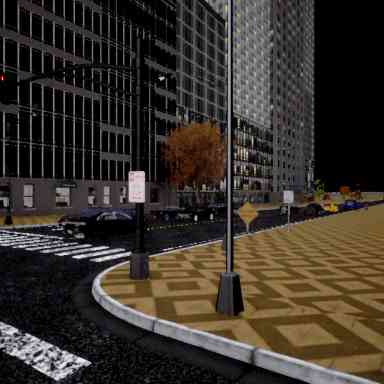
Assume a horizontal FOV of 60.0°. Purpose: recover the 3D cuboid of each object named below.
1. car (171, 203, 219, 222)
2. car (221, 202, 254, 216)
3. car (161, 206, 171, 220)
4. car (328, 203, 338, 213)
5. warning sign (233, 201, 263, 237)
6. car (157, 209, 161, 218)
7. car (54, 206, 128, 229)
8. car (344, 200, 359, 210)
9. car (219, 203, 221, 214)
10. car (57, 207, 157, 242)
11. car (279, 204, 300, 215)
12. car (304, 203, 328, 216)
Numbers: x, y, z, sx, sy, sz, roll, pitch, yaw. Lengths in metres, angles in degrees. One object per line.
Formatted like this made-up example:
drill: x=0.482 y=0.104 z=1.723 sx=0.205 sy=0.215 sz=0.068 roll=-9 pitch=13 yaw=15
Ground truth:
car: x=0.396 y=2.006 z=31.820 sx=1.837 sy=1.490 sz=4.892 roll=0 pitch=-1 yaw=33
car: x=5.866 y=2.034 z=40.284 sx=2.097 sy=1.767 sz=4.553 roll=0 pitch=-1 yaw=33
car: x=-2.338 y=2.098 z=33.577 sx=1.895 sy=1.301 sz=4.718 roll=0 pitch=-1 yaw=33
car: x=21.886 y=2.510 z=52.975 sx=1.882 sy=1.535 sz=5.008 roll=0 pitch=-1 yaw=33
warning sign: x=3.112 y=1.454 z=18.562 sx=1.300 sy=1.860 sz=1.060 roll=1 pitch=1 yaw=33
car: x=-4.883 y=1.874 z=23.634 sx=2.033 sy=1.411 sz=5.357 roll=0 pitch=-1 yaw=33
car: x=-7.535 y=1.873 z=25.518 sx=2.033 sy=1.411 sz=5.357 roll=0 pitch=-1 yaw=33
car: x=31.485 y=2.537 z=65.764 sx=2.150 sy=2.045 sz=5.566 roll=0 pitch=-1 yaw=33
car: x=3.062 y=2.167 z=41.934 sx=2.128 sy=1.511 sz=4.902 roll=0 pitch=-1 yaw=33
car: x=-4.459 y=1.741 z=17.953 sx=2.128 sy=1.511 sz=4.902 roll=0 pitch=-1 yaw=36
car: x=13.387 y=2.329 z=45.603 sx=2.128 sy=1.511 sz=4.902 roll=0 pitch=-1 yaw=33
car: x=16.288 y=2.354 z=44.210 sx=1.837 sy=1.490 sz=4.892 roll=0 pitch=-1 yaw=33
